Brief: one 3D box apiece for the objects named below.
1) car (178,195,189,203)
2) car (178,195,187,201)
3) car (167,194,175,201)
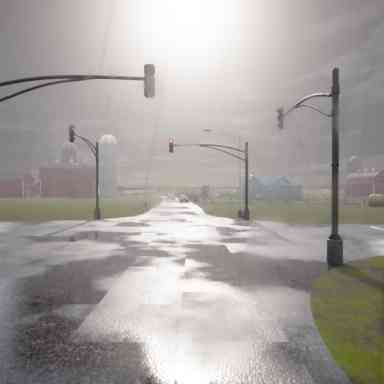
[{"bbox_3d":[-1.690,1.624,69.889,1.895,1.301,4.718,0,0,-3],"label":"car"},{"bbox_3d":[-2.297,1.463,79.874,1.837,1.490,4.892,0,0,-4],"label":"car"},{"bbox_3d":[-4.676,1.182,73.890,1.812,1.442,4.674,0,0,-3],"label":"car"}]
